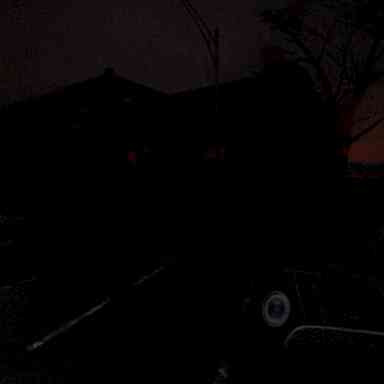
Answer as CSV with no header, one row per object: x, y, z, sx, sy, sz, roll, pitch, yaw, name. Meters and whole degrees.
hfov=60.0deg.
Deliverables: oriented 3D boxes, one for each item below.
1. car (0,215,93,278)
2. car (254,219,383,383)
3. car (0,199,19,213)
-5.019,1.526,10.489,2.163,1.488,4.792,0,-1,15,car
2.219,1.363,5.395,2.185,1.767,4.553,0,-1,16,car
-30.764,2.204,52.755,5.566,2.045,2.435,1,-1,15,car
